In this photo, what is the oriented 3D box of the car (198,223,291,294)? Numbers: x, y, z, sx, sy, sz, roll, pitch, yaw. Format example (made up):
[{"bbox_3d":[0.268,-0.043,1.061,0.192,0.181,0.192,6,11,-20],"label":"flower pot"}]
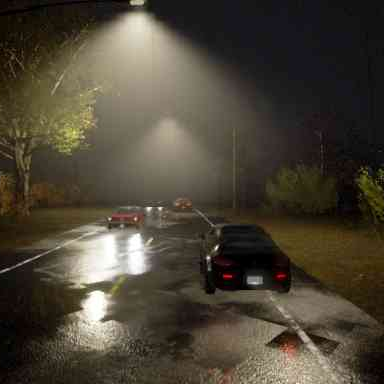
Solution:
[{"bbox_3d":[1.174,1.521,8.653,1.812,1.442,4.674,0,0,-1],"label":"car"}]

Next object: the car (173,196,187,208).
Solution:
[{"bbox_3d":[-1.725,1.419,47.694,1.837,1.490,4.892,0,0,-4],"label":"car"}]

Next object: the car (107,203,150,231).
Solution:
[{"bbox_3d":[-3.947,1.580,20.718,1.895,1.301,4.718,0,0,-2],"label":"car"}]

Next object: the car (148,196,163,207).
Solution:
[{"bbox_3d":[-5.428,1.418,49.128,1.837,1.490,4.892,0,0,-5],"label":"car"}]

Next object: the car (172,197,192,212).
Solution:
[{"bbox_3d":[-1.031,1.466,37.514,1.812,1.442,4.674,0,0,-3],"label":"car"}]
